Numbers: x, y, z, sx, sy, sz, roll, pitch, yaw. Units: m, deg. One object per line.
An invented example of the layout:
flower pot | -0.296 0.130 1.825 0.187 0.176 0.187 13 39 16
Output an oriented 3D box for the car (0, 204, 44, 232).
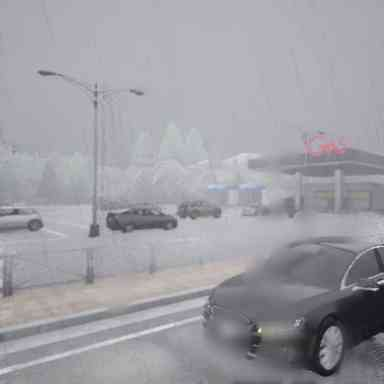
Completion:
car | -10.885 1.616 19.540 3.806 1.475 1.970 1 -1 -37

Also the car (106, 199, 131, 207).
car | -14.935 2.295 67.367 4.514 1.523 2.007 1 -1 -37

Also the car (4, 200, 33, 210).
car | -28.040 2.111 53.817 3.806 1.475 1.970 1 -1 -37

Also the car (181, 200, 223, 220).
car | 0.804 1.694 32.391 4.605 1.855 1.932 1 -1 -37

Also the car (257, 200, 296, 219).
car | 9.071 1.738 34.478 3.866 1.878 1.905 1 -1 -37

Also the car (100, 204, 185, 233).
car | -3.048 1.734 20.833 4.514 1.523 2.007 1 -1 -37

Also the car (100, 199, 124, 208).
car | -12.053 2.084 50.808 3.633 1.501 1.845 1 -1 -37

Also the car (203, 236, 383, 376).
car | 2.404 1.589 5.788 4.892 1.490 1.837 1 -1 -37

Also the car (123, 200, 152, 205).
car | -6.096 1.991 42.785 4.514 1.523 2.007 1 -1 -37

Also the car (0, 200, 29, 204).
car | -14.991 1.579 24.483 5.027 1.636 2.152 1 -1 -37

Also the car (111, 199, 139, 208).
car | -13.012 2.264 64.888 5.027 1.636 2.152 1 -1 -37

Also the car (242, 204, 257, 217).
car | 7.566 2.052 37.501 3.806 1.475 1.970 1 -1 -37
